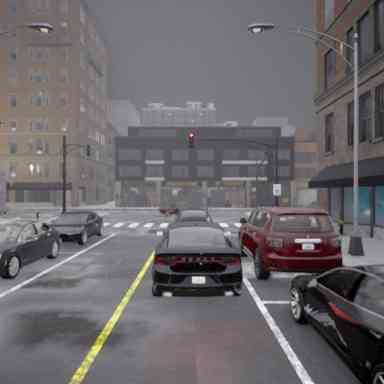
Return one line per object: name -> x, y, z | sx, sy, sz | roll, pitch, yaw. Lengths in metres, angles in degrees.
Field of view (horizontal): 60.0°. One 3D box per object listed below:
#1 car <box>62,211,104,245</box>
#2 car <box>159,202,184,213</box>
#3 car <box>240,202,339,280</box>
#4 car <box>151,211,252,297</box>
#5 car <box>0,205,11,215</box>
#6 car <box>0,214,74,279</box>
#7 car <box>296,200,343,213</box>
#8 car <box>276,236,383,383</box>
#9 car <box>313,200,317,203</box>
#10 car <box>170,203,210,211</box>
car -> -5.407, 1.580, 15.557 | 1.947, 1.339, 4.313 | 0, 0, 0
car -> -0.682, 1.633, 31.132 | 4.718, 1.301, 1.895 | 0, 0, 0
car -> 2.625, 1.324, 9.904 | 2.192, 1.841, 5.009 | 0, 0, 0
car -> 0.063, 1.486, 8.641 | 1.882, 1.535, 5.008 | 0, 0, -1
car -> -19.625, 1.419, 31.023 | 5.008, 1.535, 1.882 | 0, 0, 0
car -> -5.400, 1.560, 9.895 | 2.008, 1.369, 4.403 | 0, 0, 0
car -> 14.446, 1.641, 37.901 | 4.674, 1.442, 1.812 | 0, 0, 0
car -> 2.631, 1.570, 4.242 | 1.947, 1.339, 4.313 | 0, 0, 0
car -> 15.257, 1.338, 34.675 | 5.566, 2.045, 2.150 | 0, 0, 0
car -> 0.061, 1.520, 16.226 | 1.837, 1.490, 4.892 | 0, 0, 0
